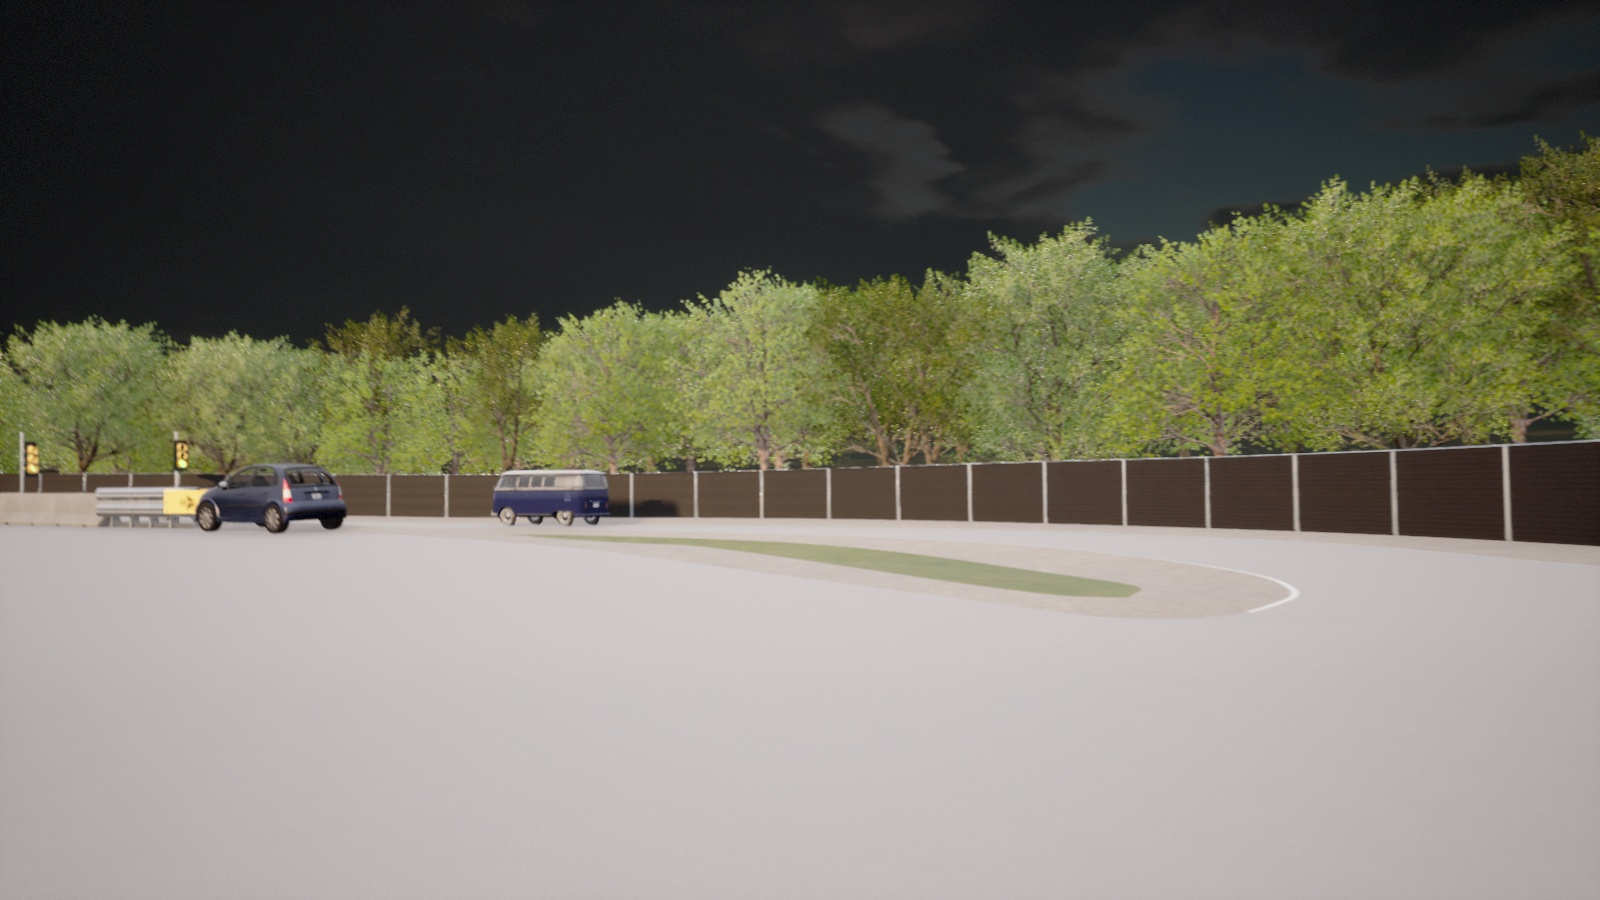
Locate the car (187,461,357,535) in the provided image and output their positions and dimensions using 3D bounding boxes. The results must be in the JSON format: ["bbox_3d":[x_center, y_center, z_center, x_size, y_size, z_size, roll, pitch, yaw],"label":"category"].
[{"bbox_3d":[-12.693,1.123,30.133,3.988,1.617,1.851,-1,1,34],"label":"car"}]

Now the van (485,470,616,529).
[{"bbox_3d":[-8.870,1.743,44.530,4.442,1.987,1.775,-1,-2,28],"label":"van"}]
